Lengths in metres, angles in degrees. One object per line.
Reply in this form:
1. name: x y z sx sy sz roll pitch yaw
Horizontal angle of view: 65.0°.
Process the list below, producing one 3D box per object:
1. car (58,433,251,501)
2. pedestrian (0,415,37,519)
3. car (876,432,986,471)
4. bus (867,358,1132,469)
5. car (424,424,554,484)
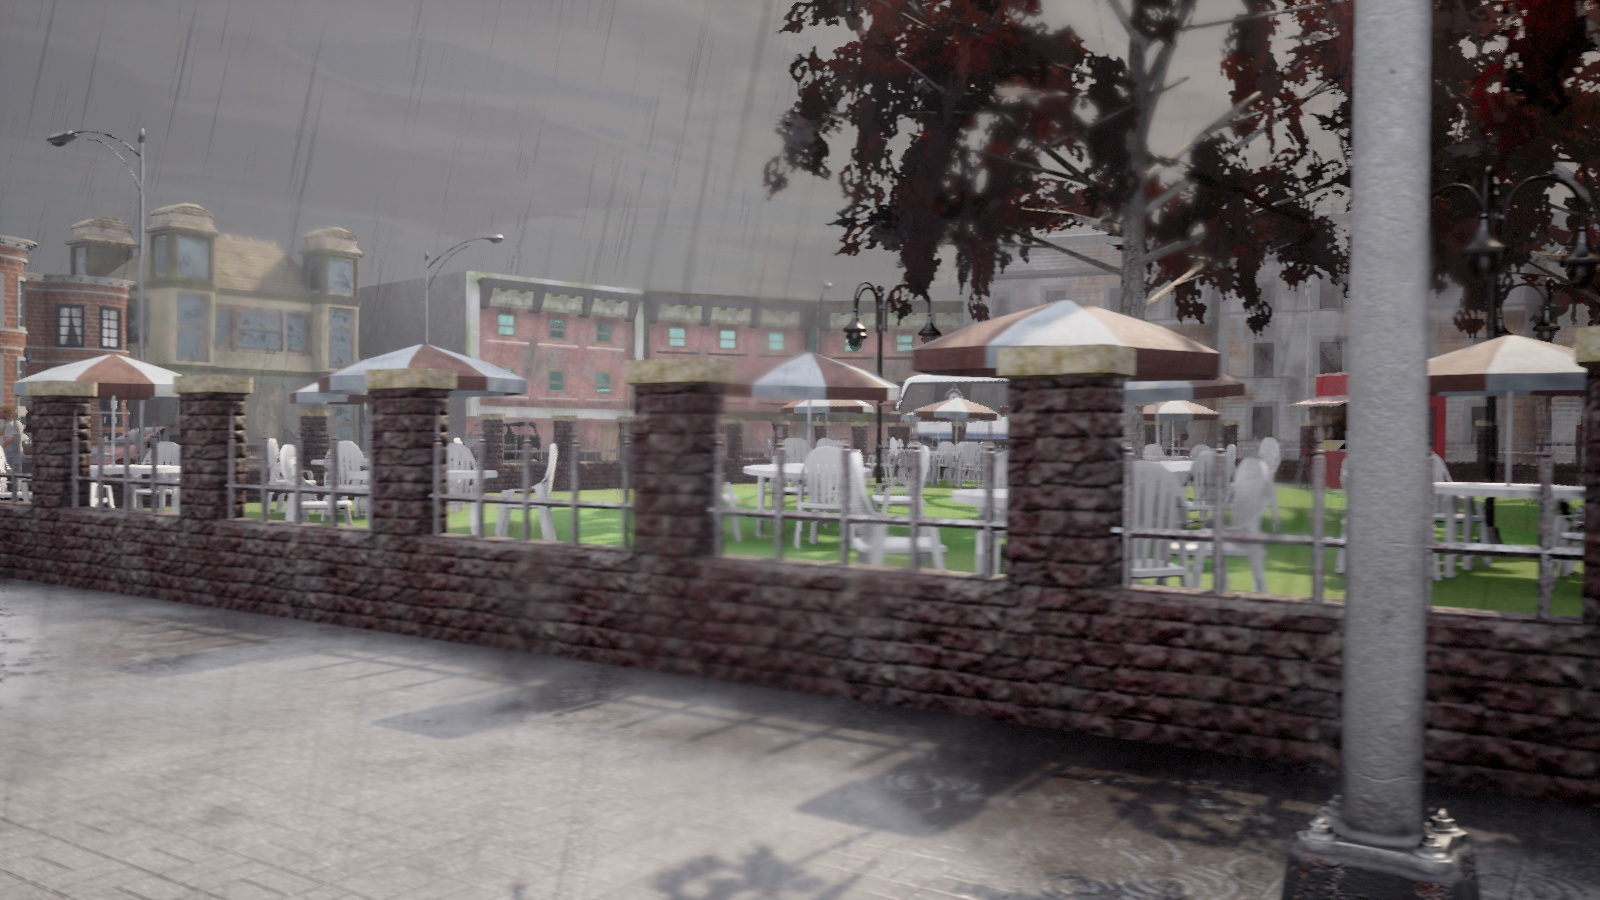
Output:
1. car: -16.462 0.391 32.215 1.851 1.617 3.988 0 1 34
2. pedestrian: -14.040 0.303 22.358 0.706 1.836 0.354 -1 1 -26
3. car: 5.119 0.063 49.511 4.193 1.474 1.816 -1 0 2
4. bus: 8.296 -1.403 52.782 10.273 4.253 3.944 0 0 31
5. car: -10.244 0.105 41.591 1.905 1.878 3.866 0 1 34
